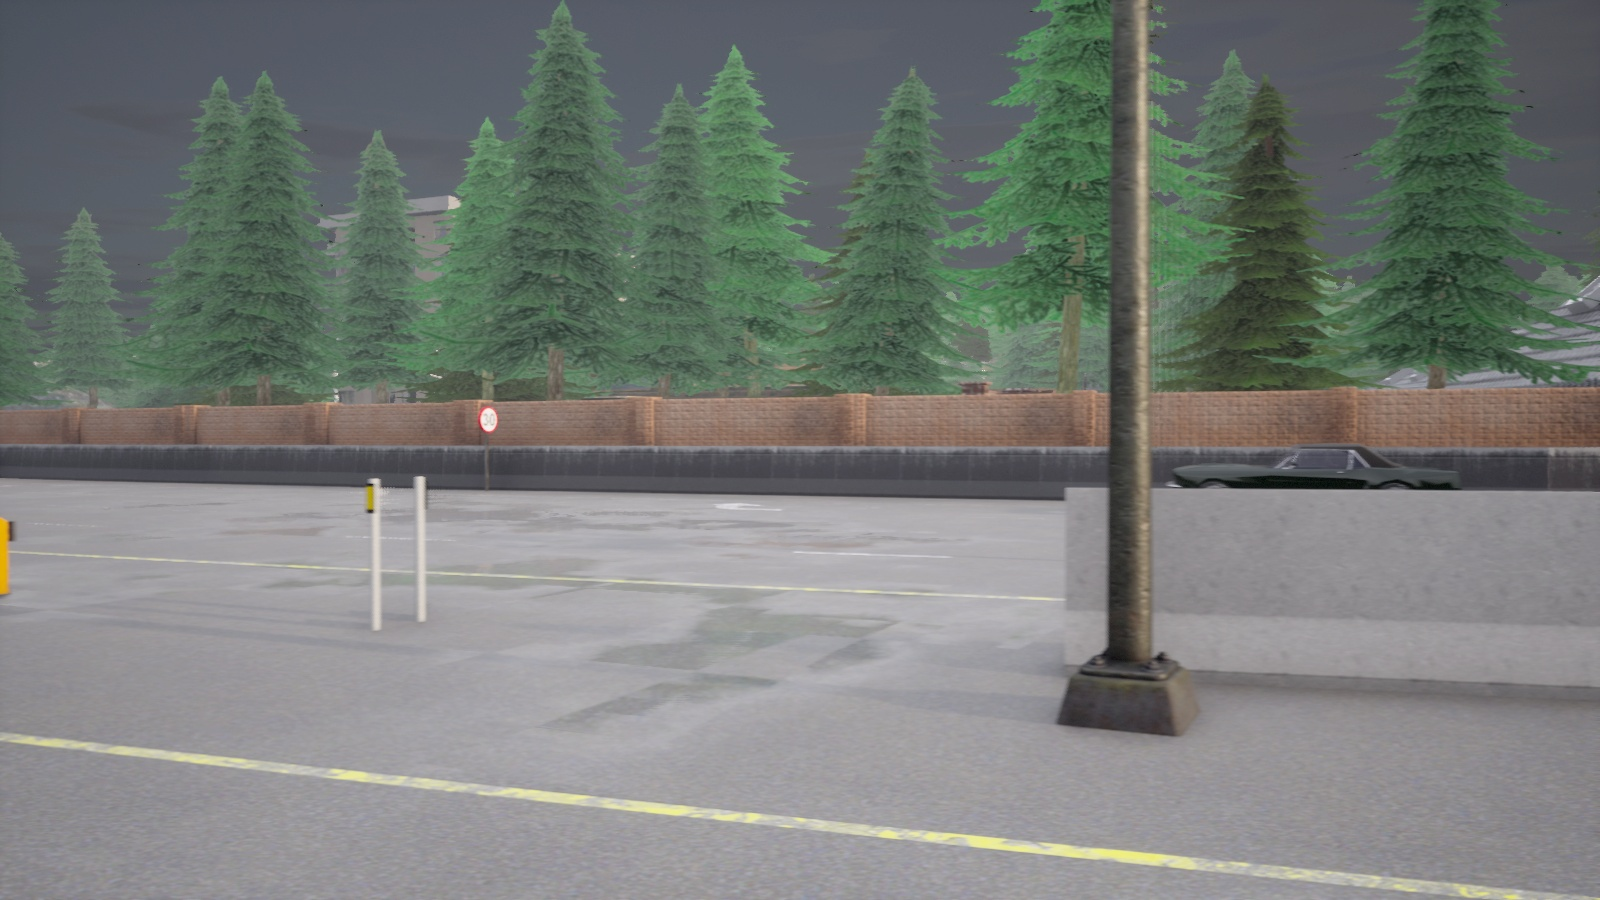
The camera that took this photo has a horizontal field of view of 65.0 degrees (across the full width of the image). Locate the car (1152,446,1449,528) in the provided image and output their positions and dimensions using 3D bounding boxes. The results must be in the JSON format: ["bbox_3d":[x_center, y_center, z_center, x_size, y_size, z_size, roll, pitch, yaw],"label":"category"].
[{"bbox_3d":[8.760,0.604,22.375,4.718,1.301,1.895,1,1,18],"label":"car"}]
